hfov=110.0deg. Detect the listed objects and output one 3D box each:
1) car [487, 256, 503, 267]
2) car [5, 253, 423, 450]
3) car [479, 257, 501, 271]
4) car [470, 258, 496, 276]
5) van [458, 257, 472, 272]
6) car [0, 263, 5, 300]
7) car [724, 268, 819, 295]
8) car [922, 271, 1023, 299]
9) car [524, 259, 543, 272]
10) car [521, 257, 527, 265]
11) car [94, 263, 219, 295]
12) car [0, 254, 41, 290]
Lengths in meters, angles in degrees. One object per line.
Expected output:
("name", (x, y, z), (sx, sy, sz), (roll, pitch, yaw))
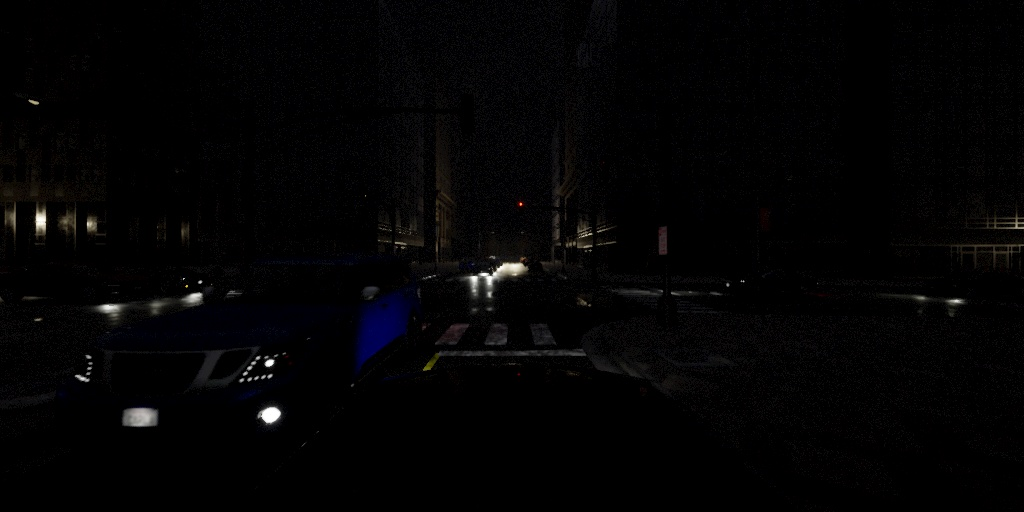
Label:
("car", (-2.795, 1.208, 56.182), (1.812, 1.442, 4.674), (0, 0, 0))
("car", (-3.023, 0.970, 5.703), (2.150, 2.045, 5.566), (0, 0, 1))
("car", (-2.875, 1.193, 46.282), (2.128, 1.511, 4.902), (0, 0, 0))
("car", (-2.930, 1.241, 37.165), (1.812, 1.442, 4.674), (0, 0, 0))
("van", (-5.645, 1.044, 45.079), (1.690, 1.789, 3.998), (0, 0, 0))
("car", (-17.610, 0.989, 14.499), (5.008, 1.535, 1.882), (1, 0, 0))
("car", (15.098, 1.461, 21.024), (4.902, 1.511, 2.128), (1, 0, -1))
("car", (27.138, 1.609, 20.947), (5.008, 1.535, 1.882), (1, 0, 0))
("car", (2.880, 1.269, 45.026), (1.948, 1.339, 4.313), (0, 0, 0))
("car", (2.989, 1.251, 61.973), (1.802, 1.307, 4.207), (0, 0, 0))
("car", (-17.419, 1.089, 17.747), (4.181, 1.385, 1.994), (1, 0, 0))
("car", (-27.028, 0.754, 17.804), (4.553, 1.767, 2.097), (1, 0, 0))
